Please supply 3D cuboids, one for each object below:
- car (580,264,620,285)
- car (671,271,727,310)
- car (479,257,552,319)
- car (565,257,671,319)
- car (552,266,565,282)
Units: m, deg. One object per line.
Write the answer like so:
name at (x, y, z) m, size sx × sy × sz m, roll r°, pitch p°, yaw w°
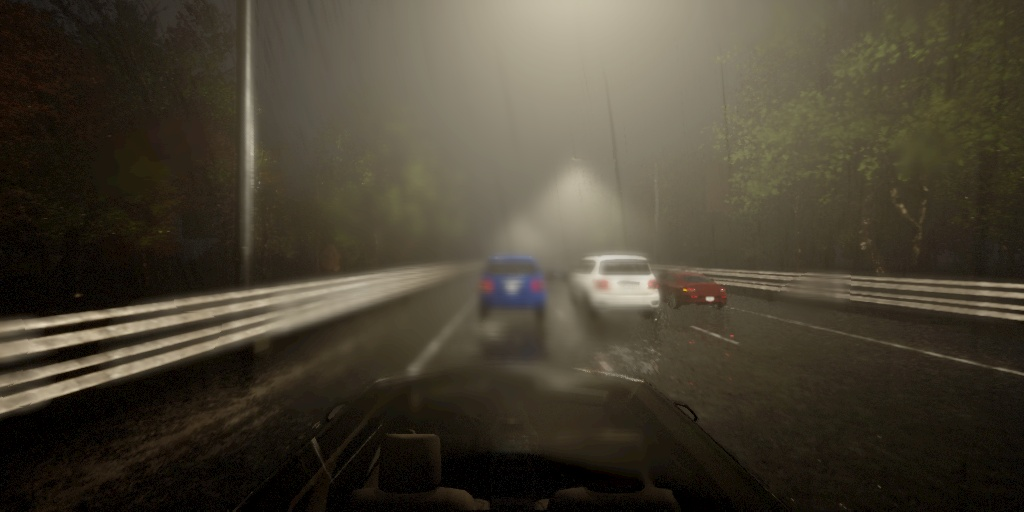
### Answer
car at (7.050, 1.414, 29.375) m, size 2.128 × 1.511 × 4.902 m, roll 0°, pitch 0°, yaw 1°
car at (7.052, 1.360, 15.039) m, size 1.812 × 1.442 × 4.674 m, roll 0°, pitch 0°, yaw 0°
car at (0.038, 1.046, 13.254) m, size 2.150 × 2.045 × 5.566 m, roll 0°, pitch 0°, yaw 1°
car at (3.540, 1.047, 13.319) m, size 2.150 × 2.045 × 5.566 m, roll 0°, pitch 0°, yaw 1°
car at (3.550, 1.487, 29.375) m, size 1.994 × 1.385 × 4.181 m, roll 0°, pitch 0°, yaw 0°
